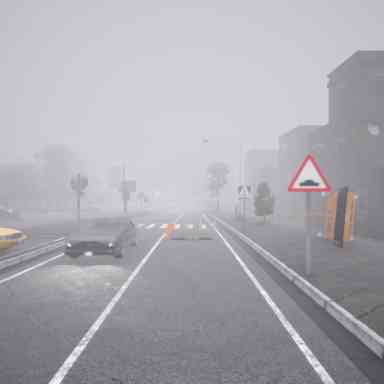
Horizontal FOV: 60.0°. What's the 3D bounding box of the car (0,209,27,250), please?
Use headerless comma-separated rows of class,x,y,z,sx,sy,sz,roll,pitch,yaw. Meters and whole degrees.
car,-9.369,1.587,12.939,5.366,1.575,1.946,0,-1,0

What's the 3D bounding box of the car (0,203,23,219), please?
car,-21.950,2.128,37.489,4.553,1.767,2.185,0,-2,0

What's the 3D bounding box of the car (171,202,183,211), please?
car,-3.063,3.566,75.719,2.128,1.511,4.902,0,-2,0

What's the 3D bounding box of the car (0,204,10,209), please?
car,-21.890,2.190,34.315,4.674,1.452,2.002,0,-2,0

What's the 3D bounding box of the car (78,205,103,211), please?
car,-21.776,3.426,71.499,4.674,1.452,2.002,0,-2,0

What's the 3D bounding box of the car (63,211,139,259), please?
car,-3.345,1.668,13.419,2.033,1.411,5.357,0,-1,0

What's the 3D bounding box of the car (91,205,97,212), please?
car,-21.799,3.173,65.082,4.892,1.521,2.231,0,-2,0

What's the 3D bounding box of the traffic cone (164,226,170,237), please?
traffic cone,-1.371,2.171,18.194,0.340,0.580,0.340,0,-1,0

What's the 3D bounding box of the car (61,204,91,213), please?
car,-21.815,3.103,61.806,4.674,1.452,2.002,0,-2,0

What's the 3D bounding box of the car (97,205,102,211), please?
car,-21.797,3.281,68.353,5.008,1.535,2.097,0,-2,0

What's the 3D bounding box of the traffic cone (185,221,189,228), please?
traffic cone,-0.365,2.328,24.193,0.340,0.580,0.340,0,-2,0

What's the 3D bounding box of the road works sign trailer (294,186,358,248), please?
road works sign trailer,6.010,1.014,14.499,2.880,2.380,3.560,6,-1,13
